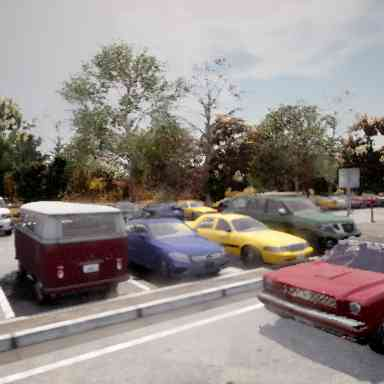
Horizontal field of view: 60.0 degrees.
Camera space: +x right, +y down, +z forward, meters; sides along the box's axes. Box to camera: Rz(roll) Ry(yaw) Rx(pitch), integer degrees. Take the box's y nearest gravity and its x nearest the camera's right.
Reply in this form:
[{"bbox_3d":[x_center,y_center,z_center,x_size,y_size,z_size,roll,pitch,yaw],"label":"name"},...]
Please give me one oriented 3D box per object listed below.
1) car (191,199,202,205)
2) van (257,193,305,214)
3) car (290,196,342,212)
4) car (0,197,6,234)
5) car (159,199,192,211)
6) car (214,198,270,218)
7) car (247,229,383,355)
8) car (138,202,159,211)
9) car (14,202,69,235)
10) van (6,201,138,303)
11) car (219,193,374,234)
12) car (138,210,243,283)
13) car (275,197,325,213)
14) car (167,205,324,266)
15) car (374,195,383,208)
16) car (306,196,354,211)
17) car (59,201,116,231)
[{"bbox_3d":[-0.056,1.383,26.411,1.946,1.575,5.366,-1,0,-36],"label":"car"},{"bbox_3d":[8.796,1.075,33.115,1.878,1.987,4.442,-1,0,-36],"label":"van"},{"bbox_3d":[13.384,1.259,36.247,2.097,1.535,5.008,-1,0,-36],"label":"car"},{"bbox_3d":[-11.436,1.241,18.464,2.435,2.045,5.566,-1,0,-36],"label":"car"},{"bbox_3d":[-2.438,1.437,24.972,2.163,1.488,4.792,-1,0,-36],"label":"car"},{"bbox_3d":[4.368,1.373,29.769,2.163,1.488,4.792,-1,0,-36],"label":"car"},{"bbox_3d":[3.424,1.564,6.126,4.718,1.301,1.895,0,0,-35],"label":"car"},{"bbox_3d":[-4.682,1.429,23.339,2.231,1.521,4.892,-1,0,-36],"label":"car"},{"bbox_3d":[-9.197,1.471,20.108,2.097,1.535,5.008,-1,0,-36],"label":"car"},{"bbox_3d":[-3.271,1.260,8.403,1.878,1.987,4.442,-1,0,-36],"label":"van"},{"bbox_3d":[3.653,1.170,13.177,2.435,2.045,5.566,-1,0,-36],"label":"car"},{"bbox_3d":[-0.923,1.504,9.942,2.002,1.452,4.674,-1,0,-36],"label":"car"},{"bbox_3d":[11.124,1.320,34.633,2.002,1.452,4.674,-1,0,-36],"label":"car"},{"bbox_3d":[1.466,1.440,11.419,1.946,1.575,5.366,-1,0,-36],"label":"car"},{"bbox_3d":[20.150,1.198,41.100,2.097,1.535,5.008,-1,0,-36],"label":"car"},{"bbox_3d":[15.640,1.278,37.864,2.002,1.452,4.674,-1,0,-36],"label":"car"},{"bbox_3d":[-6.939,1.449,21.723,2.097,1.535,5.008,-1,0,-36],"label":"car"}]
